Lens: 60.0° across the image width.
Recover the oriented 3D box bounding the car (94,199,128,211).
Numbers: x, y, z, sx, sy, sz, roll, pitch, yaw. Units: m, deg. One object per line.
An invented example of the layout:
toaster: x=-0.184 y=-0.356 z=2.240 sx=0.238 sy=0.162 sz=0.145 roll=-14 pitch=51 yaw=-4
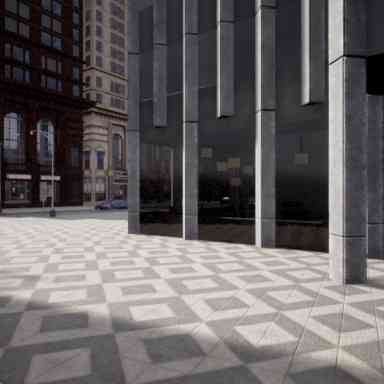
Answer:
car: x=-9.721 y=1.639 z=42.179 sx=2.033 sy=1.411 sz=5.357 roll=0 pitch=0 yaw=36
